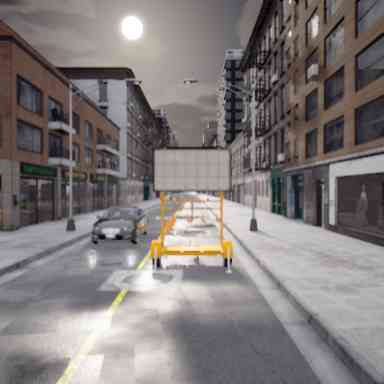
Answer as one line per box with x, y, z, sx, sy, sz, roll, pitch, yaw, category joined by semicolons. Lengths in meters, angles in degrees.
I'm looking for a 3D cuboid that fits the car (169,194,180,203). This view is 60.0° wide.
-3.036;1.112;58.513;2.128;1.511;4.902;0;0;0;car

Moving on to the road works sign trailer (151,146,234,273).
0.004;0.386;10.383;2.380;3.560;2.880;0;0;0;road works sign trailer

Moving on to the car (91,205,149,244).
-3.094;1.381;15.060;2.128;1.511;4.902;0;0;0;car
